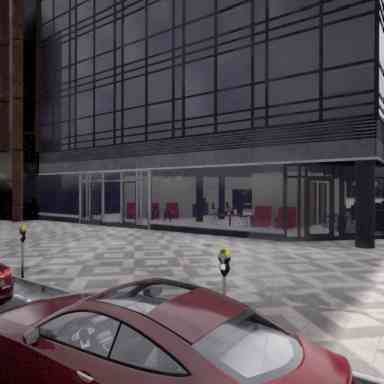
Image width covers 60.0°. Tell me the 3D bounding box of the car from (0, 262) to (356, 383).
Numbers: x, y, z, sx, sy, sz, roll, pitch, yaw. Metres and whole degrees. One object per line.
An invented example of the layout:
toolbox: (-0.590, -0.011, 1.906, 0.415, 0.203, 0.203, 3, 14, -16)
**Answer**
car: (-0.581, 1.582, 3.370, 4.206, 1.307, 1.802, 0, 0, 35)
